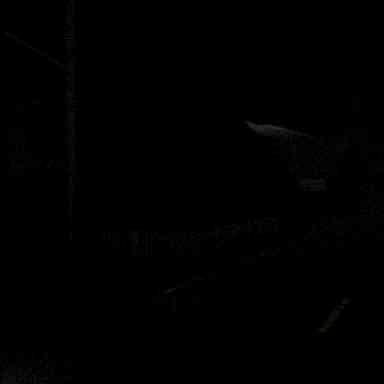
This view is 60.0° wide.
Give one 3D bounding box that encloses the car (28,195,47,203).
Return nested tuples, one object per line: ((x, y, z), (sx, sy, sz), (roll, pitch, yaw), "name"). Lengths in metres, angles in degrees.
((-29.620, 1.332, 63.541), (4.514, 1.523, 2.007), (0, 0, 35), "car")

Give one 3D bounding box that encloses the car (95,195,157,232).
((-3.392, 1.328, 19.614), (1.905, 1.878, 3.866), (0, 0, 35), "car")

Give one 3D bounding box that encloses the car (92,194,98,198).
((-25.816, 1.257, 87.806), (3.806, 1.475, 1.970), (0, 0, 35), "car")

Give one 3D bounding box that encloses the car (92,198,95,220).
((-5.495, 1.480, 26.429), (2.242, 1.667, 4.611), (0, 0, 35), "car")
